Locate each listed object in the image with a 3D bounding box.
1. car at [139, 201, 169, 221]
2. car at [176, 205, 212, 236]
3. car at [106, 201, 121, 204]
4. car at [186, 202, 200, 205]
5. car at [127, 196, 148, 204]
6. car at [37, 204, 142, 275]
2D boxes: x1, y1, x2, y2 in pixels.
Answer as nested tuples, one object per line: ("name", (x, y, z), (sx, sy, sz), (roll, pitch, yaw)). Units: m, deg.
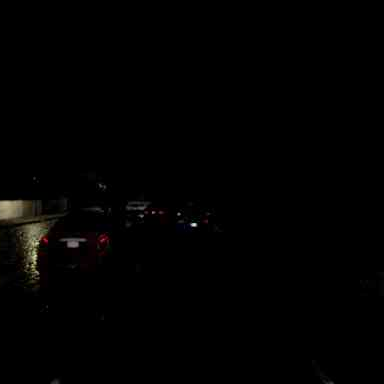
("car", (-3.141, 1.763, 29.633), (2.033, 1.411, 5.357), (0, 0, 0))
("car", (0.106, 1.705, 19.418), (1.994, 1.385, 4.181), (0, 0, 0))
("car", (-9.828, 1.866, 41.848), (1.994, 1.385, 4.181), (0, 0, 0))
("car", (0.111, 1.787, 35.933), (1.812, 1.442, 4.674), (0, 0, 0))
("car", (-6.585, 1.514, 40.816), (2.150, 2.045, 5.566), (0, 0, 0))
("car", (-3.148, 1.431, 10.928), (2.097, 1.767, 4.553), (0, 0, 0))
